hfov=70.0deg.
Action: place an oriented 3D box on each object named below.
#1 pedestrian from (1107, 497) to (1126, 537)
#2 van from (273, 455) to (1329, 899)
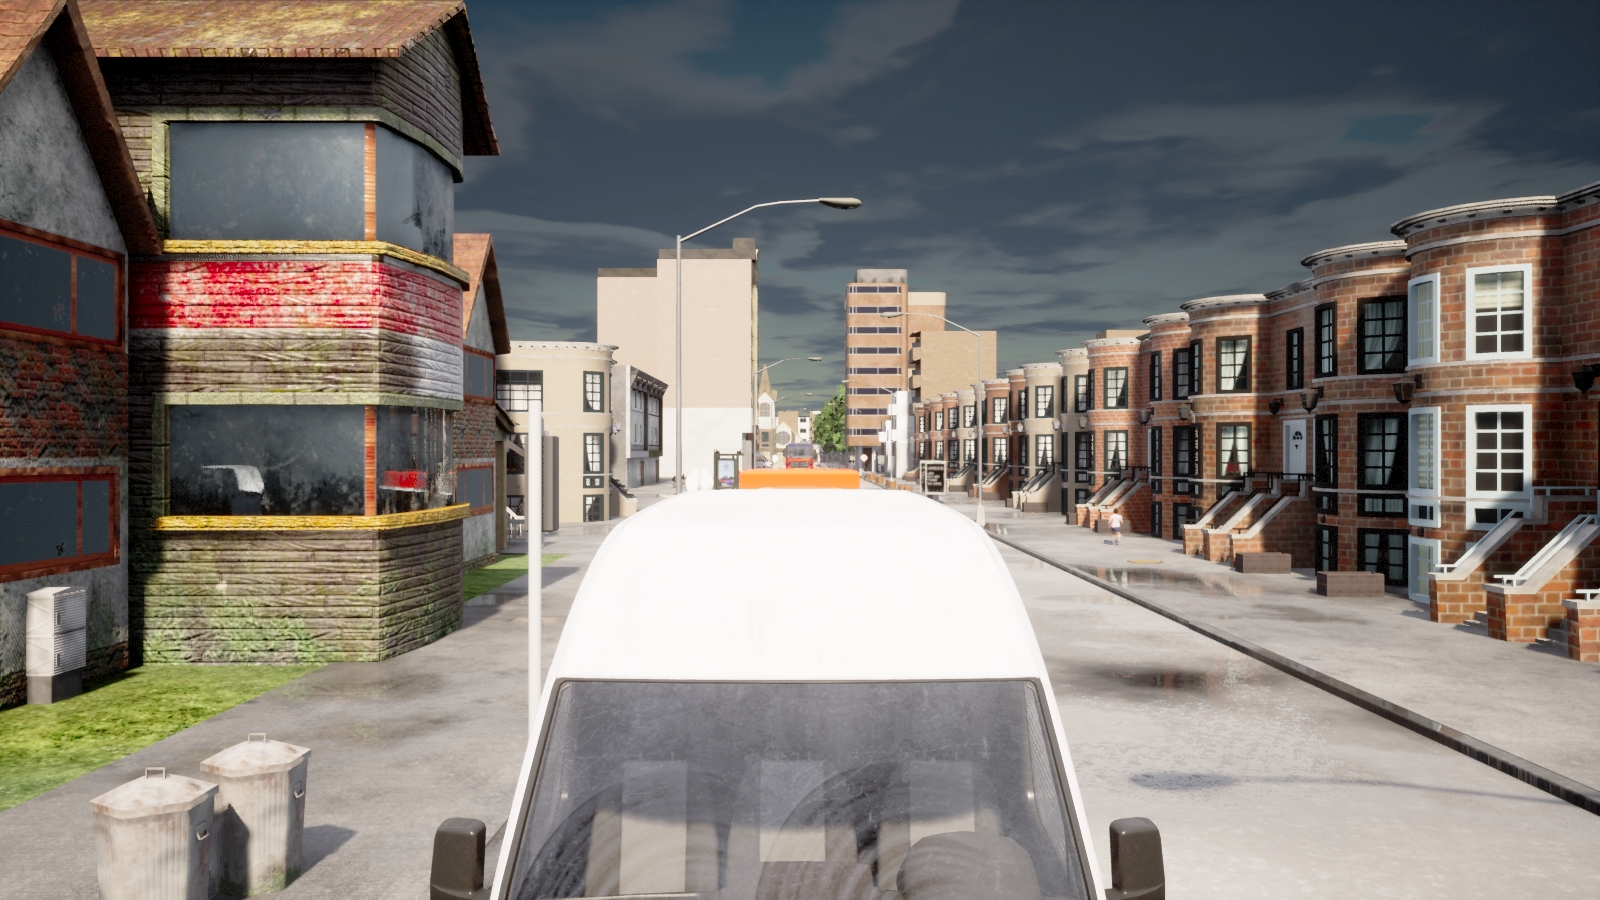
[{"bbox_3d":[8.973,1.903,32.416,0.500,1.100,0.500,0,0,12],"label":"pedestrian"},{"bbox_3d":[-0.003,1.314,5.110,1.988,2.561,5.915,0,0,0],"label":"van"}]
